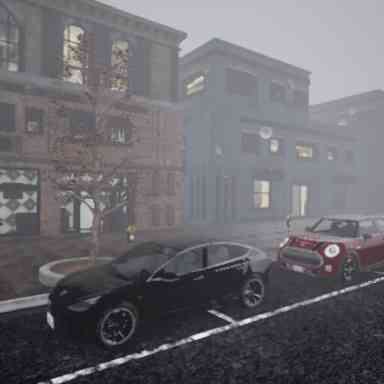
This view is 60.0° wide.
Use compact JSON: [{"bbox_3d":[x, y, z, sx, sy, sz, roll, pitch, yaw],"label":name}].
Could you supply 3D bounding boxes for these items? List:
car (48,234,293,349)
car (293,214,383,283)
[{"bbox_3d":[-0.343,1.550,6.263,4.313,1.339,1.947,0,1,-35],"label":"car"},{"bbox_3d":[4.317,1.395,9.520,4.097,1.590,1.967,0,1,-35],"label":"car"}]
